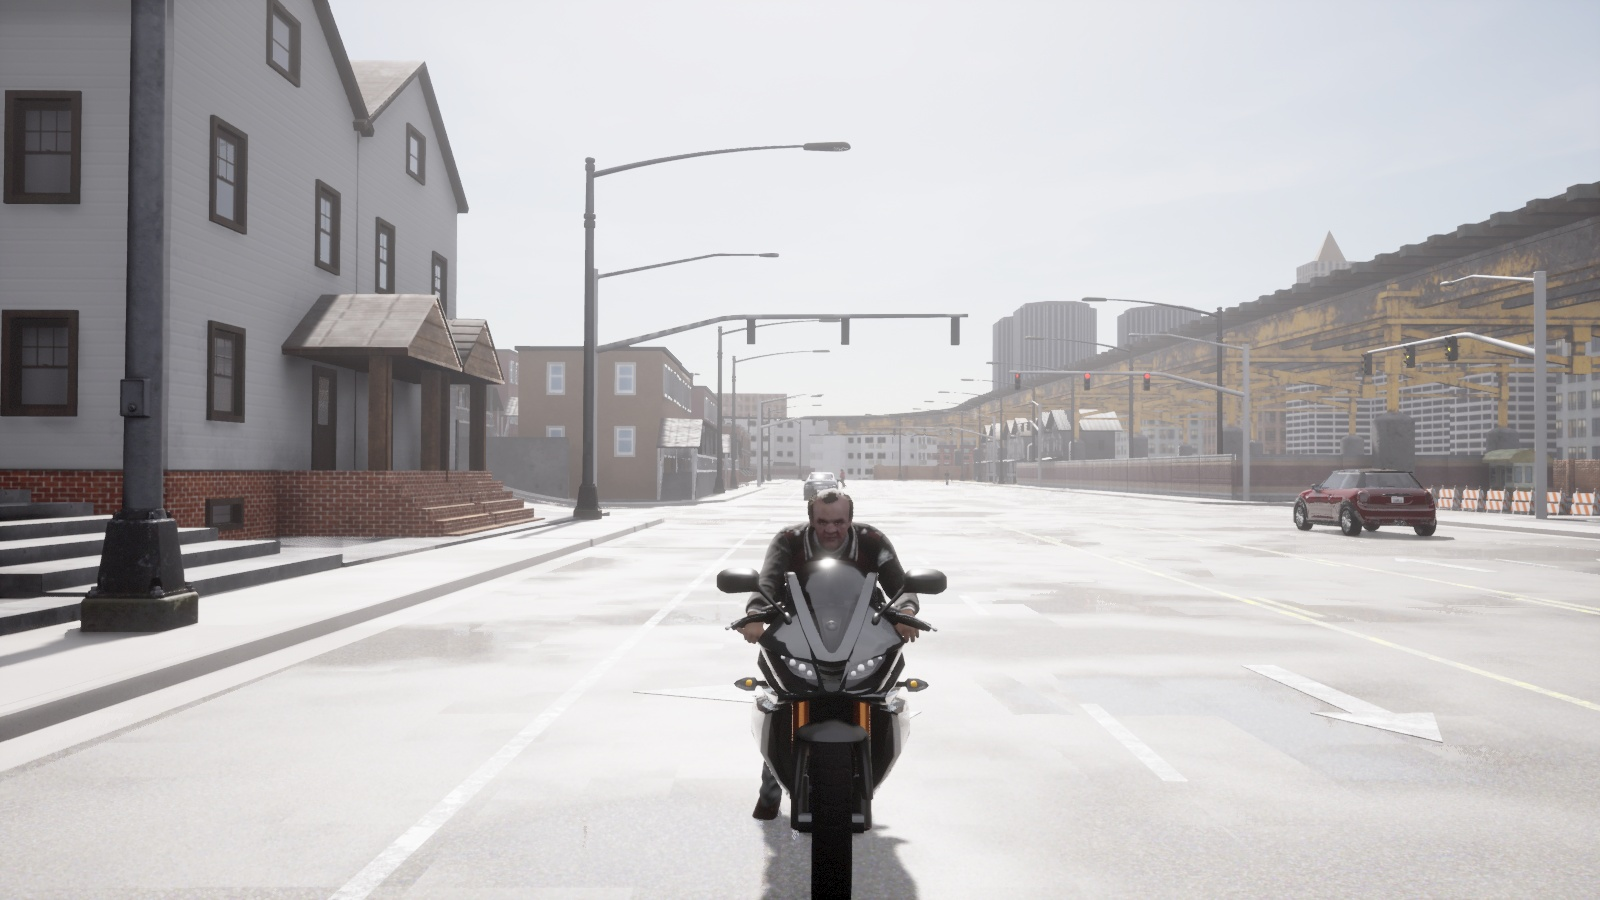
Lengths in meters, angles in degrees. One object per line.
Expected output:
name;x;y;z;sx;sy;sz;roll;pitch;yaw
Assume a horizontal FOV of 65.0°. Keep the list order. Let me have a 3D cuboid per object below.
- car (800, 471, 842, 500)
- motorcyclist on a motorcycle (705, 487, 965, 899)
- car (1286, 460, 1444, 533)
car;1.191;1.906;68.064;2.128;1.511;4.902;0;-1;2
motorcyclist on a motorcycle;0.135;0.938;5.312;0.866;1.530;2.191;0;-1;1
car;14.574;1.162;32.692;2.097;1.767;4.553;0;-1;1
